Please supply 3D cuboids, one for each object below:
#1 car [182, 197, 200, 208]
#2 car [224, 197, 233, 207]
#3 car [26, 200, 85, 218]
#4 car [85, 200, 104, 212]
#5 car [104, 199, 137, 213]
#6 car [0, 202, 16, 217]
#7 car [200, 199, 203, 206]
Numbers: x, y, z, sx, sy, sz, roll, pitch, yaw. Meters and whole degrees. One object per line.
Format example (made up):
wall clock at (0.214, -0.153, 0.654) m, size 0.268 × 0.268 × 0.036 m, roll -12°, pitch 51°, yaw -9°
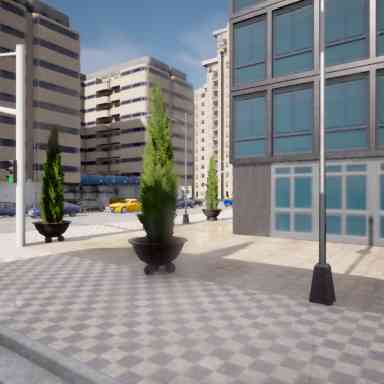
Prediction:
car at (-1.365, 1.581, 45.885) m, size 1.812 × 1.442 × 4.674 m, roll 0°, pitch 0°, yaw 35°
car at (6.702, 1.533, 50.911) m, size 1.882 × 1.535 × 5.008 m, roll 0°, pitch 0°, yaw 35°
car at (-12.465, 1.581, 30.207) m, size 1.812 × 1.442 × 4.674 m, roll 0°, pitch 0°, yaw 35°
car at (-11.786, 1.619, 37.254) m, size 1.994 × 1.385 × 4.181 m, roll 0°, pitch 0°, yaw 35°
car at (-7.143, 1.533, 37.756) m, size 1.882 × 1.535 × 5.008 m, roll 0°, pitch 0°, yaw 35°
car at (-17.121, 1.603, 29.725) m, size 2.033 × 1.411 × 5.357 m, roll 0°, pitch 0°, yaw 35°
car at (-0.008, 1.581, 53.809) m, size 1.812 × 1.442 × 4.674 m, roll 0°, pitch 0°, yaw 36°
